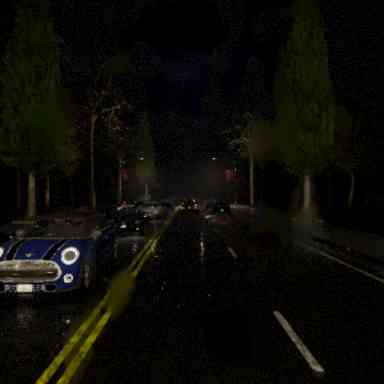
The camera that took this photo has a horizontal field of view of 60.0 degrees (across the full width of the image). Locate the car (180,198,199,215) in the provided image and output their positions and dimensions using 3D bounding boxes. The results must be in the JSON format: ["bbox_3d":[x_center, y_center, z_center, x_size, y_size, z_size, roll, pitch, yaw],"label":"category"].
[{"bbox_3d":[-0.265,1.616,35.173,2.033,1.411,5.357,0,0,0],"label":"car"}]

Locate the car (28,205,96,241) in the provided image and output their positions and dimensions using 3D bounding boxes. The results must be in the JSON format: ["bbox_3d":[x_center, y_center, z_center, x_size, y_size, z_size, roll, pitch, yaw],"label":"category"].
[{"bbox_3d":[-6.779,1.539,17.980,1.837,1.490,4.892,0,0,-1],"label":"car"}]

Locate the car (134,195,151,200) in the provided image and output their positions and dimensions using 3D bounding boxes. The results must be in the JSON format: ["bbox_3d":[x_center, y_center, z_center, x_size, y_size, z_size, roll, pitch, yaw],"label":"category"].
[{"bbox_3d":[-7.011,1.436,48.100,2.150,2.045,5.566,0,0,-1],"label":"car"}]

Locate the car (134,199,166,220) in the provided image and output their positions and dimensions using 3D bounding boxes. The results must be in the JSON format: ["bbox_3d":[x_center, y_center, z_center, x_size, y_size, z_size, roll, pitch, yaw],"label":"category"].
[{"bbox_3d":[-3.613,1.580,29.236,1.812,1.442,4.674,0,0,0],"label":"car"}]

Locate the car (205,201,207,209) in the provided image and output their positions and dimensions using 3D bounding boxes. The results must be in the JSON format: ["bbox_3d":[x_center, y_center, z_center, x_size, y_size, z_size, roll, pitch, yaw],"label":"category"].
[{"bbox_3d":[2.846,1.653,47.761,1.812,1.442,4.674,0,0,0],"label":"car"}]

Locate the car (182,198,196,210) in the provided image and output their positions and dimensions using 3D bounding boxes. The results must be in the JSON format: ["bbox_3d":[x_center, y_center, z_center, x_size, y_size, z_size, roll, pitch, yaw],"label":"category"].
[{"bbox_3d":[-0.405,1.641,47.750,1.837,1.490,4.892,0,0,-1],"label":"car"}]

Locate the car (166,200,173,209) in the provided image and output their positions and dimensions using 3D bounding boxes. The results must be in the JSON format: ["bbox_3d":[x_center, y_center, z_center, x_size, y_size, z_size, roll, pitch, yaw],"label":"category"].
[{"bbox_3d":[-3.761,1.768,48.133,1.895,1.301,4.718,0,0,-1],"label":"car"}]

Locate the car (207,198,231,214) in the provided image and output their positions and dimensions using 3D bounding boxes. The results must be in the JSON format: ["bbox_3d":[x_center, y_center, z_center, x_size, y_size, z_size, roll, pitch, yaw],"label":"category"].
[{"bbox_3d":[2.977,1.568,35.449,1.837,1.490,4.892,0,0,-1],"label":"car"}]

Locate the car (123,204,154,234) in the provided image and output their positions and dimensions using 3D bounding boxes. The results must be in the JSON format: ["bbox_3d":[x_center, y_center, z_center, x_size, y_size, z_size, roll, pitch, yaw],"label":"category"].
[{"bbox_3d":[-3.540,1.591,19.118,1.994,1.385,4.181,0,0,0],"label":"car"}]

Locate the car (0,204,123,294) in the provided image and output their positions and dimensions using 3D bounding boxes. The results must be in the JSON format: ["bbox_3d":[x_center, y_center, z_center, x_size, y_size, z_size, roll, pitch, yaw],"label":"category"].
[{"bbox_3d":[-3.435,1.366,9.014,2.097,1.767,4.553,0,0,-1],"label":"car"}]
